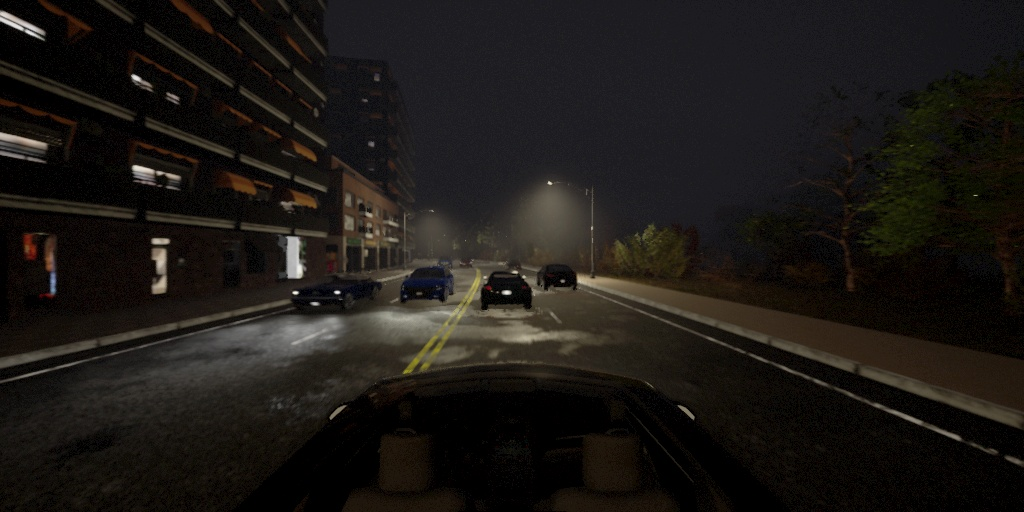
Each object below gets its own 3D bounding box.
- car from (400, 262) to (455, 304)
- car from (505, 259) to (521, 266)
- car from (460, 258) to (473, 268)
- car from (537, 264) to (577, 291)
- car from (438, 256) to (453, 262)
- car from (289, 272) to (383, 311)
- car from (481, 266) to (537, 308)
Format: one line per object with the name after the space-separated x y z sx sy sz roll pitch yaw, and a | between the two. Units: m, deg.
-3.808 1.232 16.795 1.882 1.535 5.008 0 0 -3 | car
0.154 1.217 51.198 1.837 1.490 4.892 0 0 -7 | car
-7.505 1.074 59.015 2.097 1.767 4.553 0 0 -7 | car
2.640 1.214 22.057 1.882 1.535 5.008 0 0 -3 | car
-10.465 0.954 56.682 2.150 2.045 5.566 0 0 -7 | car
-6.968 1.364 14.746 1.895 1.301 4.718 0 0 -2 | car
-0.277 1.311 15.159 1.994 1.385 4.181 0 0 -3 | car
